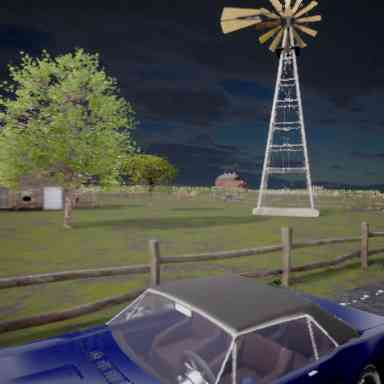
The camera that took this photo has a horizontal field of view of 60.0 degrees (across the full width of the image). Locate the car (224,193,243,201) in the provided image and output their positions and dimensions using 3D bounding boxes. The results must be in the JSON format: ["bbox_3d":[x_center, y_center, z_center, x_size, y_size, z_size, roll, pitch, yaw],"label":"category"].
[{"bbox_3d":[8.449,1.007,69.387,2.128,1.511,4.902,2,0,-36],"label":"car"}]

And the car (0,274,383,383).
[{"bbox_3d":[0.025,1.620,3.091,4.718,1.301,1.895,1,0,-36],"label":"car"}]
